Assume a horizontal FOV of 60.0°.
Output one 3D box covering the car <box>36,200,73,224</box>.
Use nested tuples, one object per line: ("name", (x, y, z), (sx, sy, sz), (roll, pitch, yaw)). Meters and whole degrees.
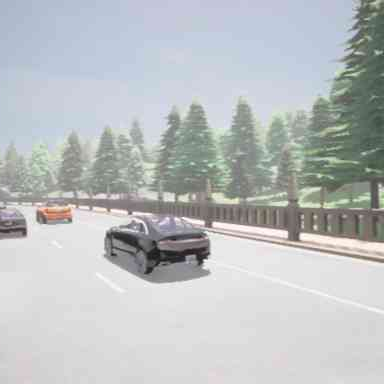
("car", (-10.894, 1.421, 26.139), (2.097, 1.767, 4.553), (-1, 0, -32))

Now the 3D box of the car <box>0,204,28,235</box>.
("car", (-10.362, 1.635, 18.590), (2.033, 1.411, 5.357), (-1, 0, -32))

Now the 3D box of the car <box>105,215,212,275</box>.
("car", (-1.307, 1.470, 10.530), (2.128, 1.511, 4.902), (-1, 0, -32))
